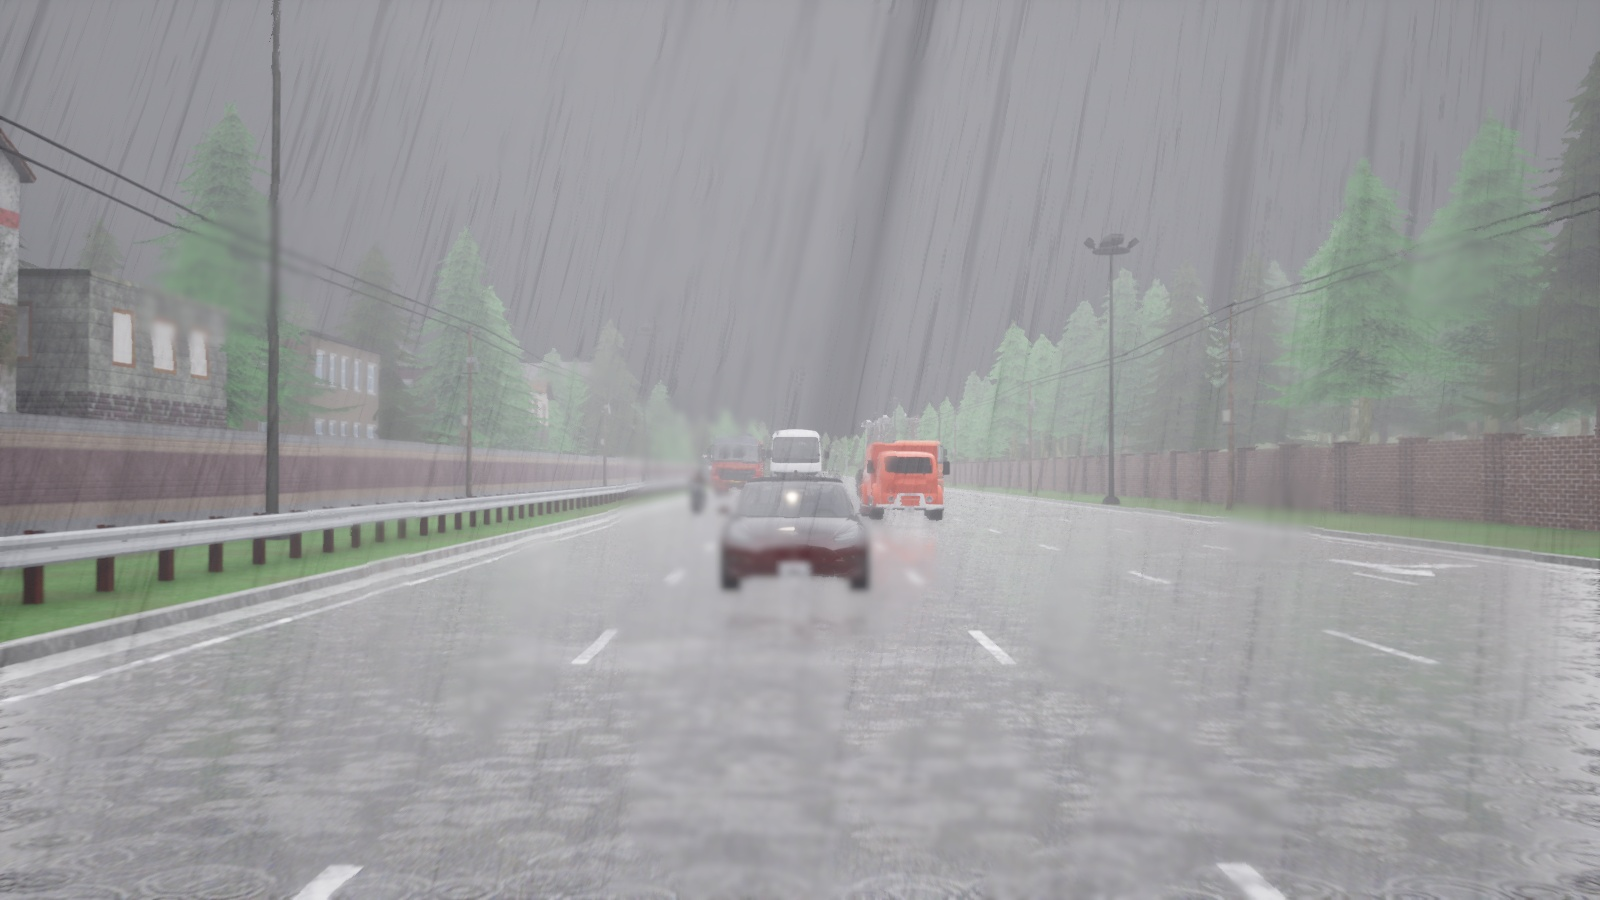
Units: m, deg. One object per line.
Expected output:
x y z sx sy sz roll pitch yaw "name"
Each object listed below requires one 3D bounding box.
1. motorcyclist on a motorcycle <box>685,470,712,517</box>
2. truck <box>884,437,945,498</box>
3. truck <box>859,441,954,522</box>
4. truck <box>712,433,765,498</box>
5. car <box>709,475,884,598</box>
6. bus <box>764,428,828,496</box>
-3.631 1.534 45.093 0.766 1.649 2.350 0 -1 0 "motorcyclist on a motorcycle"
6.778 1.067 75.335 2.891 3.462 7.936 0 -1 0 "truck"
3.379 0.999 40.917 2.627 2.467 5.204 0 -1 0 "truck"
-3.730 0.972 78.086 2.891 3.827 8.468 0 -1 0 "truck"
-0.052 1.114 17.906 2.163 1.488 4.792 0 -1 0 "car"
-0.246 0.829 83.038 3.944 4.253 10.273 0 -1 0 "bus"
